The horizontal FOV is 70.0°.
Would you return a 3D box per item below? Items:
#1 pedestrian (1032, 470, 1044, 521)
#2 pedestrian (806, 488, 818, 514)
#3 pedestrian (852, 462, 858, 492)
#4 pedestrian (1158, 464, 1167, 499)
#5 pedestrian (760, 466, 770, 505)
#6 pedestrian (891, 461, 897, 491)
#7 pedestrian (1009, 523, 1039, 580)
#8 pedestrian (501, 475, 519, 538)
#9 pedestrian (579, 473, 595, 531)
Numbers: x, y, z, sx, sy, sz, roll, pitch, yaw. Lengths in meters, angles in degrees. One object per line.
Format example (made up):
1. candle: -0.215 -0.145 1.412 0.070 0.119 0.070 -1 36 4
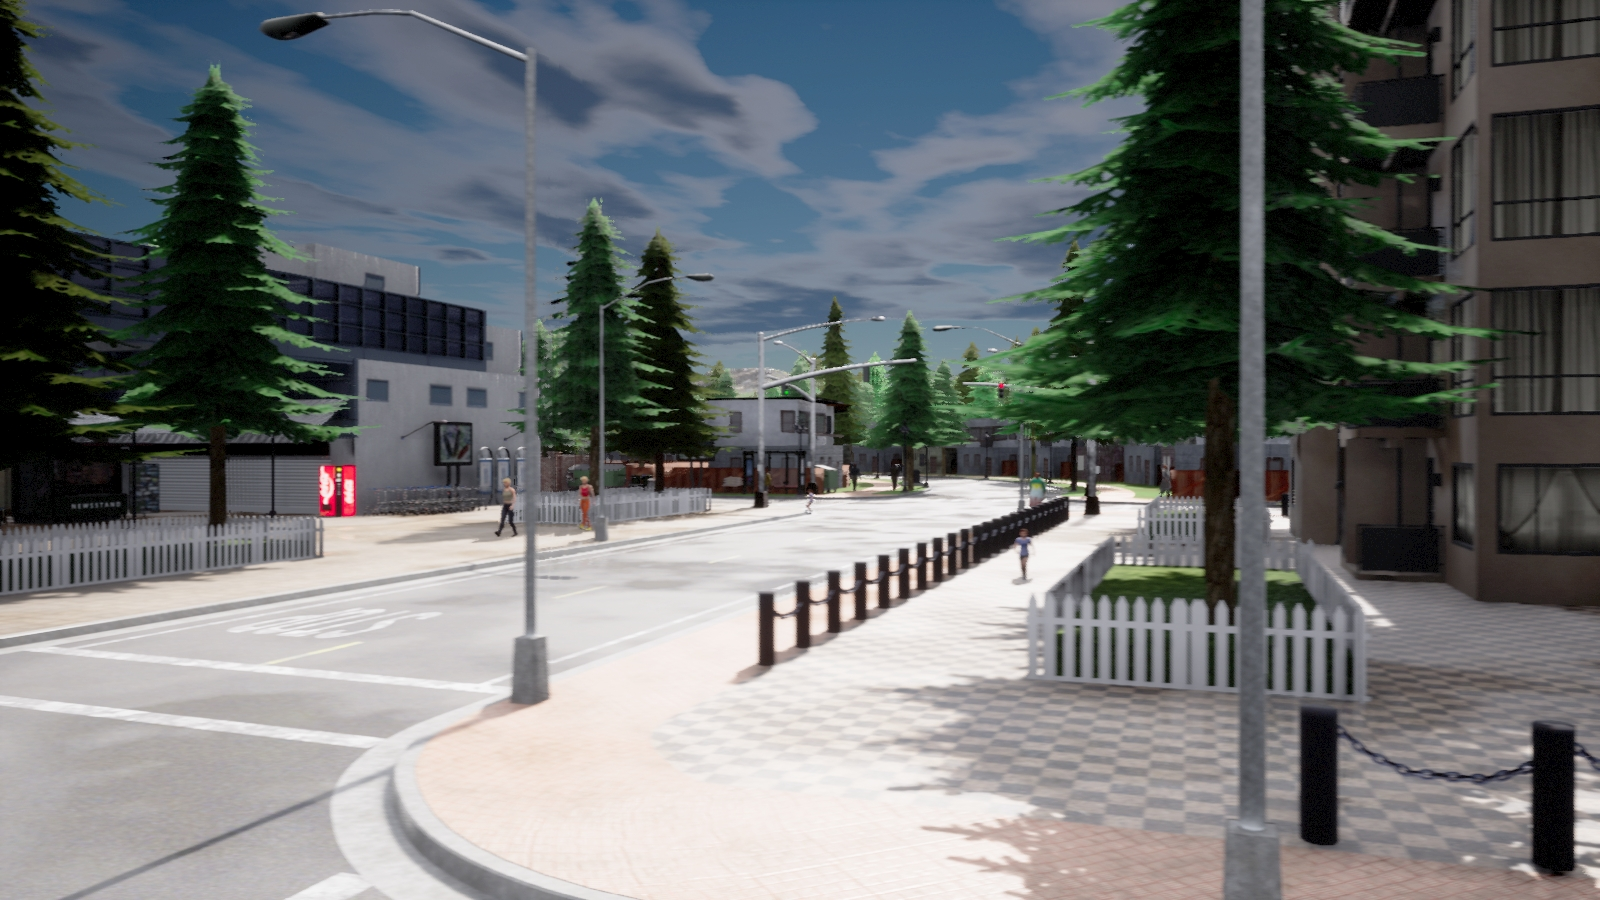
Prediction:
1. pedestrian: 8.817 1.692 42.289 0.375 1.860 0.375 0 0 23
2. pedestrian: 0.533 2.218 50.009 0.500 1.100 0.500 0 0 5
3. pedestrian: 3.384 1.661 70.898 0.375 1.860 0.375 0 0 3
4. pedestrian: 19.315 1.681 60.837 0.375 1.860 0.375 0 0 28
5. pedestrian: -1.703 1.724 55.577 0.375 1.860 0.375 0 0 38
6. pedestrian: 6.010 1.662 72.880 0.375 1.860 0.375 0 0 8
7. pedestrian: 4.585 2.070 23.363 0.500 1.100 0.500 0 0 23
8. pedestrian: -8.743 1.689 34.426 0.375 1.860 0.375 0 0 24
9. pedestrian: -6.947 1.692 37.195 0.375 1.860 0.375 0 0 19
